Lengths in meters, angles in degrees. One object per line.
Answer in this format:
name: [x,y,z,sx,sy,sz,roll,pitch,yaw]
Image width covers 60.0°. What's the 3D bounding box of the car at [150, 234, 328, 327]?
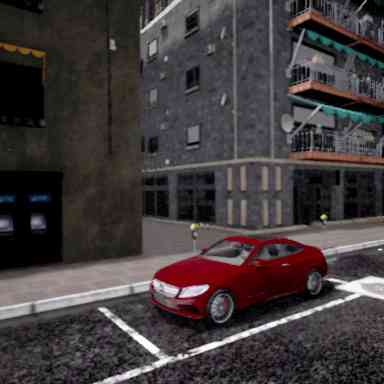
car: [1.162,1.572,6.943,4.206,1.307,1.802,0,-1,-36]
